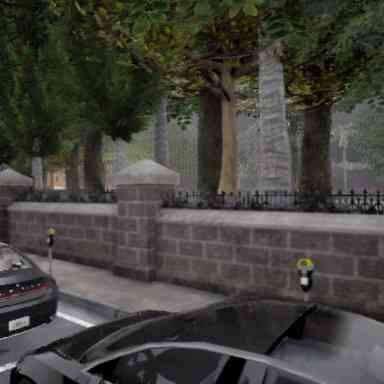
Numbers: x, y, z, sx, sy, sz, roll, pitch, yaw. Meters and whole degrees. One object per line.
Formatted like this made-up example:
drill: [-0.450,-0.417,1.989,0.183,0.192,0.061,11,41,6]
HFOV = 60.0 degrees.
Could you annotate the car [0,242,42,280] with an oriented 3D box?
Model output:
car: [-4.083,1.513,5.721,4.403,1.369,2.008,0,-1,35]

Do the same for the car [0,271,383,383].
car: [0.360,1.559,2.566,4.313,1.339,1.947,0,-1,35]
